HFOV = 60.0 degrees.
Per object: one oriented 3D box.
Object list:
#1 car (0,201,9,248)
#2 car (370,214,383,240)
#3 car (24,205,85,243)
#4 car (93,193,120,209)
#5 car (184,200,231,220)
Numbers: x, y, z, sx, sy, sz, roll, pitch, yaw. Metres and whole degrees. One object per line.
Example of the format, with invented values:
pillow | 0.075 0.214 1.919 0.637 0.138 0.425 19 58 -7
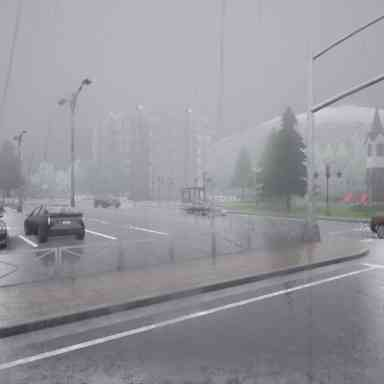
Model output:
car | -8.884 1.331 13.426 2.152 1.636 5.027 0 0 -36
car | 10.273 1.477 14.496 1.882 1.535 5.008 1 0 -18
car | -6.372 1.340 15.306 2.007 1.523 4.514 0 0 -36
car | -12.088 1.218 46.963 2.150 2.045 5.566 0 0 -36
car | 1.282 1.491 28.687 2.128 1.511 4.902 0 0 -36
